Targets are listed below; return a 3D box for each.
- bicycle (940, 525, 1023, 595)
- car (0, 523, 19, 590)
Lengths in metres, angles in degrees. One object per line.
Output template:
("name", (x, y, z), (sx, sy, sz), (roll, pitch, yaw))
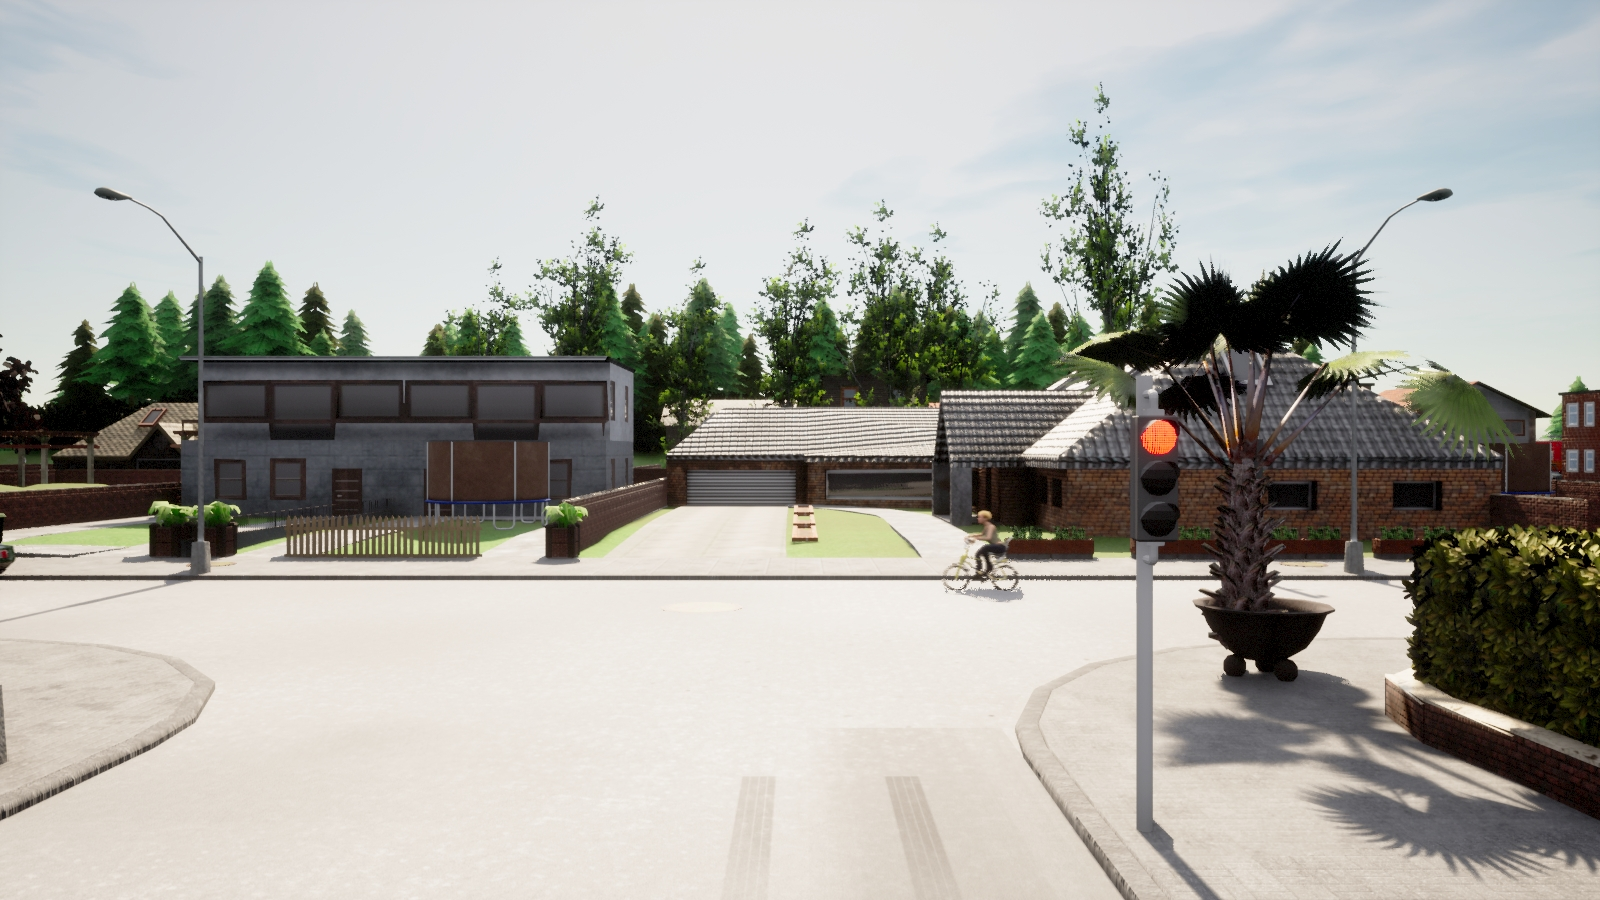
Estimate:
("bicycle", (3.549, 2.149, 22.444), (1.487, 1.276, 0.859), (0, 0, 0))
("car", (-18.339, 2.146, 22.441), (4.718, 1.301, 1.895), (0, 0, 0))
